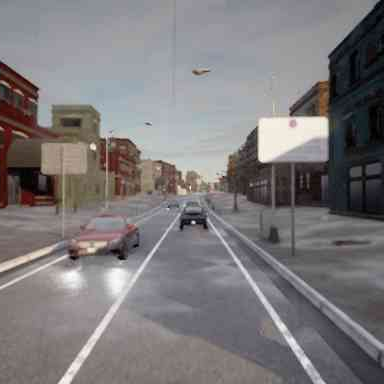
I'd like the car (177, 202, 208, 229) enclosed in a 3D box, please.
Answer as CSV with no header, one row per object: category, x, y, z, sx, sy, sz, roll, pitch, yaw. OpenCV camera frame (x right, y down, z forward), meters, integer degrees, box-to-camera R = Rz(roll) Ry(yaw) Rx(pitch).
car,0.096,1.727,23.689,1.837,1.490,4.892,0,-1,0

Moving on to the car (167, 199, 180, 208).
car,-3.063,1.896,55.866,1.837,1.490,4.892,0,1,0

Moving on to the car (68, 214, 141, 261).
car,-3.104,1.582,12.655,1.812,1.442,4.674,0,-1,0
